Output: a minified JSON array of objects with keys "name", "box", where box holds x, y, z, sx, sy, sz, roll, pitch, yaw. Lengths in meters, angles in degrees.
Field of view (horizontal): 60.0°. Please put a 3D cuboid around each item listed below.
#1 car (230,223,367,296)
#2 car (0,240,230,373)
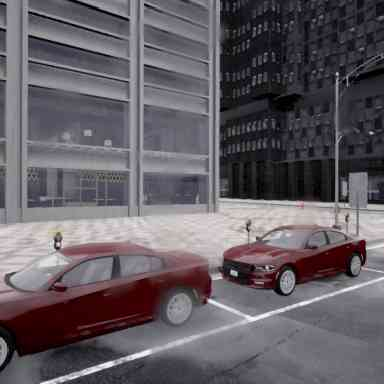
[{"name":"car","box":[2.754,1.545,8.642,4.507,1.381,1.887,0,0,-36]},{"name":"car","box":[-1.739,1.545,5.426,4.507,1.381,1.887,0,0,-36]}]
